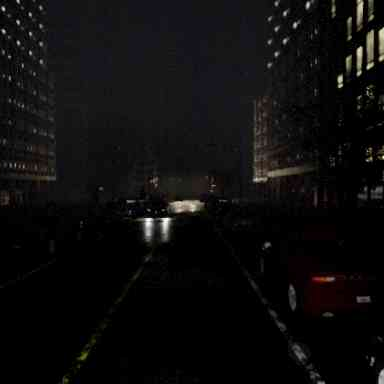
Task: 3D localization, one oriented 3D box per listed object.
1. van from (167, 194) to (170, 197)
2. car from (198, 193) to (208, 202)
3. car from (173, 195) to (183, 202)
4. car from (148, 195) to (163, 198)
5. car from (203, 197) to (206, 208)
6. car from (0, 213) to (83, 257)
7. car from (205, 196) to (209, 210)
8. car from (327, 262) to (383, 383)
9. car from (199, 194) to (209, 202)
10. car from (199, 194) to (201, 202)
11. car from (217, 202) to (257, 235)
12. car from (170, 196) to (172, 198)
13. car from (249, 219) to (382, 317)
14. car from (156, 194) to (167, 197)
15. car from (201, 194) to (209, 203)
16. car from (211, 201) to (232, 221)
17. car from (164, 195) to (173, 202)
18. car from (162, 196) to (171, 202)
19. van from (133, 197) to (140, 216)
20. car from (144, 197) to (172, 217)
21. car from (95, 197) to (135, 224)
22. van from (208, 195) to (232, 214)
[{"bbox_3d":[-5.700,1.344,63.679,1.690,1.788,3.998,-1,0,0],"label":"van"},{"bbox_3d":[2.681,1.317,80.555,2.192,1.841,5.009,-1,0,0],"label":"car"},{"bbox_3d":[-2.992,1.434,72.322,1.882,1.535,5.008,0,0,0],"label":"car"},{"bbox_3d":[-5.698,1.554,46.803,2.008,1.369,4.403,-1,0,0],"label":"car"},{"bbox_3d":[2.682,1.585,41.176,1.802,1.307,4.206,-1,0,0],"label":"car"},{"bbox_3d":[-5.702,1.546,13.051,1.887,1.381,4.507,-1,0,0],"label":"car"},{"bbox_3d":[2.681,1.528,35.721,1.752,1.417,4.829,-1,0,0],"label":"car"},{"bbox_3d":[2.678,1.551,1.799,2.008,1.369,4.403,-1,0,0],"label":"car"},{"bbox_3d":[2.680,1.318,74.929,2.192,1.841,5.009,-1,0,0],"label":"car"},{"bbox_3d":[2.685,1.548,69.303,1.887,1.381,4.507,-1,0,0],"label":"car"},{"bbox_3d":[2.679,1.527,18.845,1.752,1.417,4.829,-1,0,0],"label":"car"},{"bbox_3d":[-5.700,1.318,69.304,2.192,1.841,5.009,-1,0,0],"label":"car"},{"bbox_3d":[2.678,1.546,7.425,1.887,1.381,4.507,-1,0,0],"label":"car"},{"bbox_3d":[-5.702,1.318,52.428,2.192,1.841,5.009,-1,0,0],"label":"car"},{"bbox_3d":[2.680,1.443,46.802,1.967,1.590,4.097,-1,0,0],"label":"car"},{"bbox_3d":[2.680,1.568,24.300,1.947,1.339,4.313,-1,0,0],"label":"car"},{"bbox_3d":[-5.695,1.527,80.386,1.752,1.417,4.829,-1,0,0],"label":"car"},{"bbox_3d":[-5.695,1.585,74.931,1.802,1.307,4.206,-1,0,0],"label":"car"},{"bbox_3d":[-5.704,1.344,29.927,1.690,1.788,3.998,-1,0,0],"label":"van"},{"bbox_3d":[-3.093,1.507,31.127,1.837,1.490,4.892,0,0,0],"label":"car"},{"bbox_3d":[-5.703,1.442,24.301,1.967,1.590,4.097,-1,0,0],"label":"car"},{"bbox_3d":[2.676,1.344,29.926,1.690,1.788,3.998,-1,0,0],"label":"van"}]
